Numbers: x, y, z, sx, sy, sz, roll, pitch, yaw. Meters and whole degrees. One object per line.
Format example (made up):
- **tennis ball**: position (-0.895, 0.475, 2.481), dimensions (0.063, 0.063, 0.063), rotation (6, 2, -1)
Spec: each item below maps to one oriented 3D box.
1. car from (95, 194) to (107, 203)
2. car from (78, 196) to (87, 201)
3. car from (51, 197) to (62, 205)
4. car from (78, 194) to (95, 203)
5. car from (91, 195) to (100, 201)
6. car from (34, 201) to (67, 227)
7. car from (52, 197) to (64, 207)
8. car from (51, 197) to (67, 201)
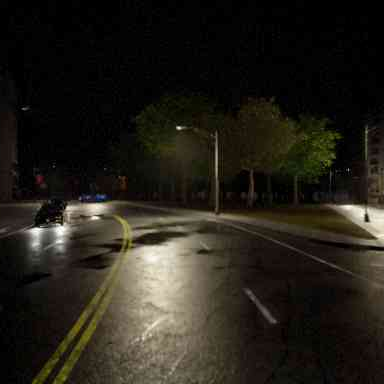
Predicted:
- **car**: position (-21.682, 1.459, 79.008), dimensions (2.150, 2.045, 5.566), rotation (-1, 0, -23)
- **car**: position (-28.731, 1.737, 87.339), dimensions (1.895, 1.301, 4.718), rotation (-1, 0, -23)
- **car**: position (-29.192, 1.846, 71.745), dimensions (2.128, 1.511, 4.902), rotation (-1, 0, -23)
- **car**: position (-24.674, 1.491, 77.742), dimensions (2.150, 2.045, 5.566), rotation (-1, 0, -23)
- **car**: position (-25.727, 1.610, 88.577), dimensions (1.837, 1.490, 4.892), rotation (-1, 0, -23)
- **car**: position (-10.324, 1.649, 24.563), dimensions (1.837, 1.490, 4.892), rotation (-1, 0, -16)
- **car**: position (-24.431, 1.787, 60.486), dimensions (1.837, 1.490, 4.892), rotation (-1, 0, -23)
- **car**: position (-19.104, 1.584, 47.764), dimensions (2.097, 1.767, 4.553), rotation (-1, 0, -22)
